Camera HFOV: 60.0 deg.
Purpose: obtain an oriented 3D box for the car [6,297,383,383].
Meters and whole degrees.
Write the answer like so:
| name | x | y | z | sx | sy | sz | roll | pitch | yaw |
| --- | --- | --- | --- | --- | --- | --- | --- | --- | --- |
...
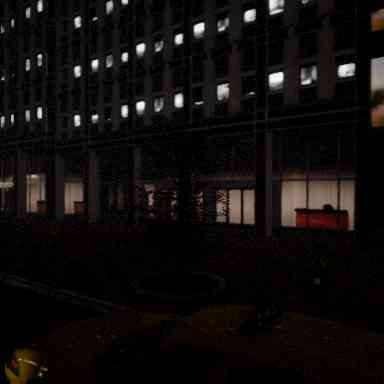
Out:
| name | x | y | z | sx | sy | sz | roll | pitch | yaw |
| --- | --- | --- | --- | --- | --- | --- | --- | --- | --- |
| car | 0.317 | 1.532 | 2.639 | 4.829 | 1.417 | 1.752 | 0 | 0 | 35 |
